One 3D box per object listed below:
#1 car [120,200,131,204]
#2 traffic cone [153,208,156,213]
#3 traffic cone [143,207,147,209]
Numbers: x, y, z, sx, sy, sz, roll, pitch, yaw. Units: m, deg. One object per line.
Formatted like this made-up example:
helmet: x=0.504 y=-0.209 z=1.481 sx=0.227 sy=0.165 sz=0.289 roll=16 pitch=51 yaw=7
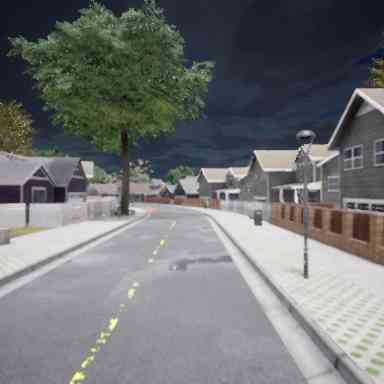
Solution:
car: x=-16.591 y=2.297 z=82.147 sx=1.812 sy=1.442 sz=4.674 roll=0 pitch=0 yaw=-31
traffic cone: x=-4.713 y=2.302 z=41.753 sx=0.340 sy=0.580 sz=0.340 roll=0 pitch=-1 yaw=-7
traffic cone: x=-7.605 y=2.516 z=56.104 sx=0.340 sy=0.580 sz=0.340 roll=0 pitch=-1 yaw=-15
